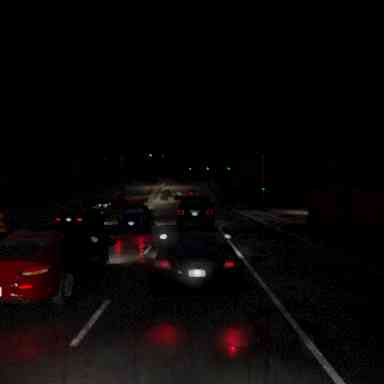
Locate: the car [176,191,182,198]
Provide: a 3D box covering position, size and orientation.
[{"bbox_3d":[-3.674,0.580,94.850,1.812,1.442,4.674,0,6,0],"label":"car"}]

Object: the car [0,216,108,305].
[{"bbox_3d":[-3.407,1.551,8.019,1.812,1.442,4.674,0,0,0],"label":"car"}]

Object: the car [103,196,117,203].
[{"bbox_3d":[-17.523,1.754,67.776,2.033,1.411,5.357,0,0,0],"label":"car"}]

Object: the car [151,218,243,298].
[{"bbox_3d":[0.099,1.592,8.604,1.994,1.385,4.181,0,0,0],"label":"car"}]

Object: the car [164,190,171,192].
[{"bbox_3d":[-7.174,0.280,94.826,2.150,2.045,5.566,0,6,0],"label":"car"}]

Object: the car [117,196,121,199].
[{"bbox_3d":[-17.578,1.580,77.866,1.882,1.535,5.008,0,1,0],"label":"car"}]

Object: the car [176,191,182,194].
[{"bbox_3d":[-3.617,1.339,84.829,1.812,1.442,4.674,0,3,0],"label":"car"}]

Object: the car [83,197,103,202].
[{"bbox_3d":[-17.571,1.688,57.874,1.837,1.490,4.892,0,0,0],"label":"car"}]

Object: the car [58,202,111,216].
[{"bbox_3d":[-6.905,1.615,21.112,2.033,1.411,5.357,0,0,0],"label":"car"}]

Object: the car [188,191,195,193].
[{"bbox_3d":[-0.120,1.269,85.236,1.882,1.535,5.008,0,3,0],"label":"car"}]

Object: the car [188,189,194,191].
[{"bbox_3d":[-0.178,0.211,95.602,2.150,2.045,5.566,0,6,0],"label":"car"}]

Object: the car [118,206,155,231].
[{"bbox_3d":[-3.400,1.592,20.863,1.812,1.442,4.674,0,0,0],"label":"car"}]

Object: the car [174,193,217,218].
[{"bbox_3d":[0.340,1.288,20.646,2.150,2.045,5.566,0,0,4],"label":"car"}]

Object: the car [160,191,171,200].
[{"bbox_3d":[-7.117,1.339,84.809,1.812,1.442,4.674,0,3,0],"label":"car"}]
